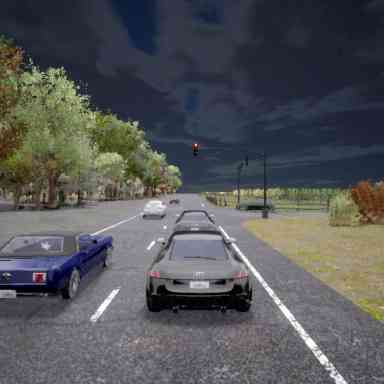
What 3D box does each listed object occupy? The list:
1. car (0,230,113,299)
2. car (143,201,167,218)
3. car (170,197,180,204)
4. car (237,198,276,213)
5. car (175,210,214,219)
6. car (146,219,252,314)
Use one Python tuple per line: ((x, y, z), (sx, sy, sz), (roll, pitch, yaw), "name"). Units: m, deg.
((-3.382, 1.603, 8.375), (1.895, 1.301, 4.718), (0, 0, 0), "car")
((-3.338, 1.531, 30.609), (1.812, 1.442, 4.674), (0, 0, 0), "car")
((-3.267, 1.604, 65.181), (1.895, 1.301, 4.718), (0, 0, 0), "car")
((7.730, 1.517, 39.860), (4.553, 1.767, 2.097), (0, -1, 19), "car")
((0.132, 1.568, 16.119), (1.994, 1.385, 4.181), (0, 0, 0), "car")
((0.118, 1.566, 7.719), (1.994, 1.385, 4.181), (0, 0, 0), "car")
